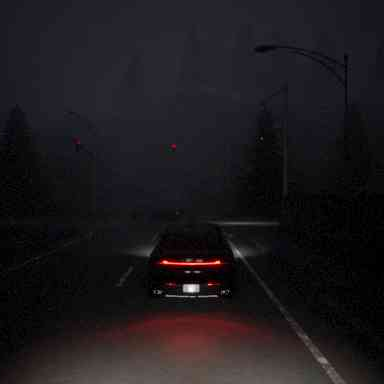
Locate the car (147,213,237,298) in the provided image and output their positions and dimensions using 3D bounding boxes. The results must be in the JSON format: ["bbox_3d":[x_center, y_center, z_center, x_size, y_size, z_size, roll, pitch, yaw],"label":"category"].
[{"bbox_3d":[0.028,1.505,8.477,1.837,1.490,4.892,0,0,1],"label":"car"}]

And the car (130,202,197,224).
[{"bbox_3d":[-2.009,1.491,23.977,4.902,1.511,2.128,0,0,1],"label":"car"}]
